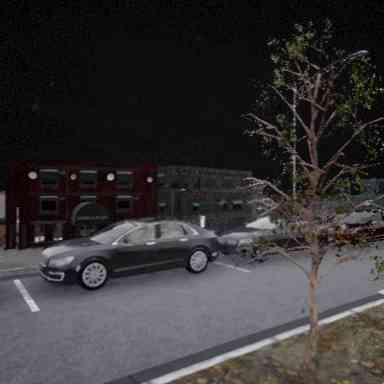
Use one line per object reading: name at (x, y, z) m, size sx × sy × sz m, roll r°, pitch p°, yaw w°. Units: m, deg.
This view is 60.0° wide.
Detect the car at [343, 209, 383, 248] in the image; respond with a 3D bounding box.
car at (7.708, 1.550, 15.046) m, size 4.792 × 1.488 × 2.163 m, roll 0°, pitch 0°, yaw -31°

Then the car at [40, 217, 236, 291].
car at (-1.458, 1.473, 9.074) m, size 4.892 × 1.521 × 2.231 m, roll 0°, pitch 0°, yaw -34°

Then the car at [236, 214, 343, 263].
car at (3.052, 1.535, 12.082) m, size 4.674 × 1.452 × 2.002 m, roll 0°, pitch 0°, yaw -33°
